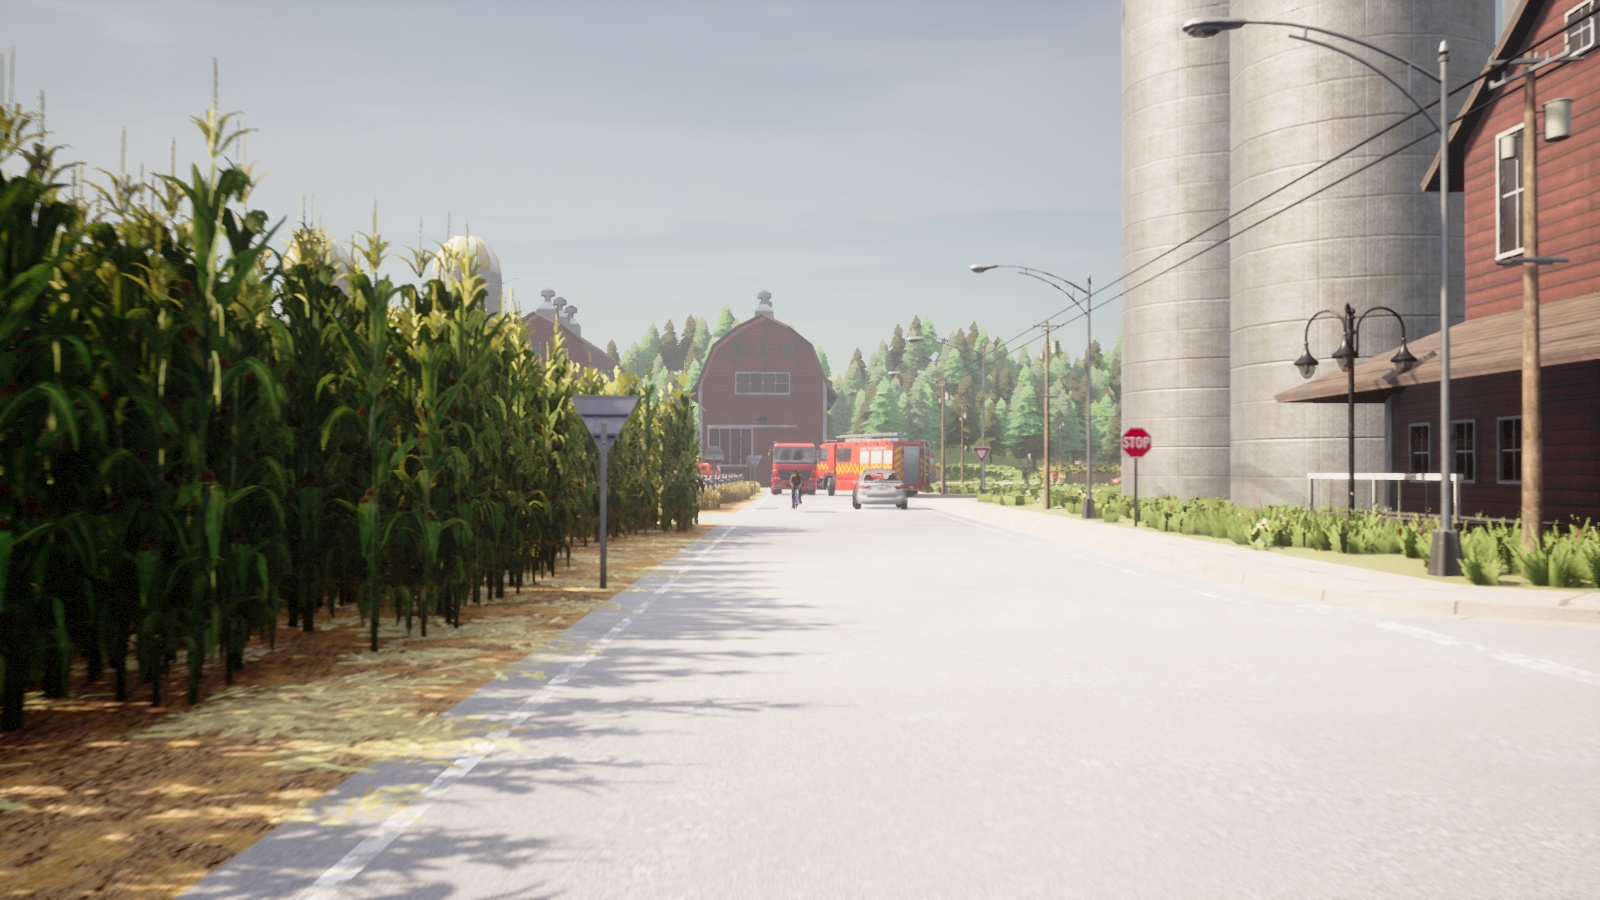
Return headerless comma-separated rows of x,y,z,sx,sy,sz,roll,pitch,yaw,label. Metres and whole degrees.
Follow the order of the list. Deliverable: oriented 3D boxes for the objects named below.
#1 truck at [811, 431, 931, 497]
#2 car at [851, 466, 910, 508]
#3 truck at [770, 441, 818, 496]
4.240,0.930,77.558,2.891,3.827,8.468,0,-1,-33,truck
3.346,1.533,53.002,2.242,1.667,4.611,0,-1,1,car
-0.499,1.234,83.962,2.891,3.462,7.936,0,-1,-3,truck
